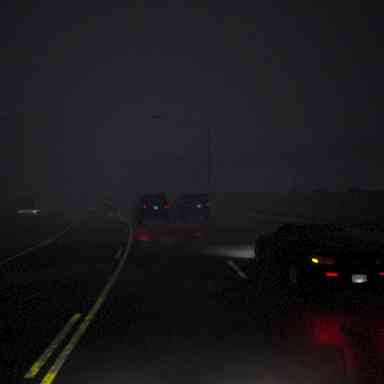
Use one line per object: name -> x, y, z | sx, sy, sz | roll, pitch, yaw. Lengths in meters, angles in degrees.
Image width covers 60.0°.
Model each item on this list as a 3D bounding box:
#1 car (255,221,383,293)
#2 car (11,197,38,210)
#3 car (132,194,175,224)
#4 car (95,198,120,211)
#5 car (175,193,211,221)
car -> 3.051, 1.491, 8.717 | 1.812, 1.442, 4.674 | 0, 0, -5
car -> -22.292, 1.437, 44.244 | 2.097, 1.767, 4.553 | -1, 1, -44
car -> -3.090, 1.158, 24.299 | 2.150, 2.045, 5.566 | 0, 0, -16
car -> -10.388, 1.426, 40.616 | 2.128, 1.511, 4.902 | -1, 0, -32
car -> -0.227, 1.131, 26.967 | 2.150, 2.045, 5.566 | 0, 0, -16
